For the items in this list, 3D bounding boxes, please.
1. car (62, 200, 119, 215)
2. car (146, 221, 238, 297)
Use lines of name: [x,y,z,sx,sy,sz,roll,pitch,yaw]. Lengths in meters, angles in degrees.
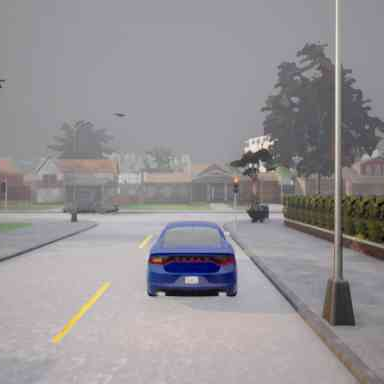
car: [-10.155,1.544,33.388,5.357,1.411,2.033,0,0,2]
car: [0.014,1.477,8.624,1.882,1.535,5.008,0,0,0]
